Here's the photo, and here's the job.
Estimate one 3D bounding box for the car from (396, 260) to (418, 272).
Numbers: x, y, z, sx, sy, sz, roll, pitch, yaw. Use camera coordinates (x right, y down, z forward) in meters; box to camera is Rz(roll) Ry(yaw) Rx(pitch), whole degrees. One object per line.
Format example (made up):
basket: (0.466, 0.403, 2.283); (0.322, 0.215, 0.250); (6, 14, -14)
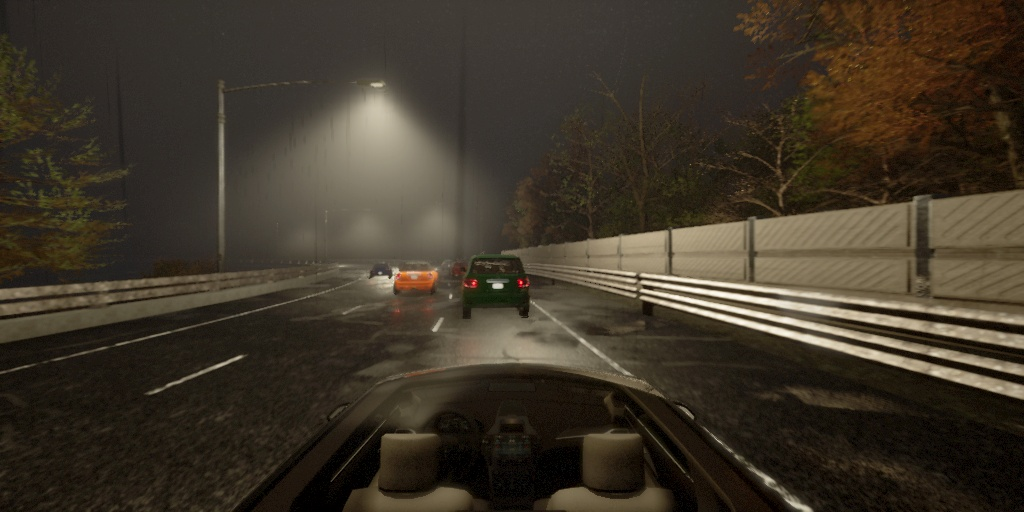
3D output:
car: (-14.058, 1.317, 47.954); (2.033, 1.411, 5.357); (0, 0, -25)

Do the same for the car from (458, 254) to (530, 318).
car: (-0.723, 0.967, 13.147); (2.150, 2.045, 5.566); (0, 0, -7)

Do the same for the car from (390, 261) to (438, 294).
car: (-5.332, 1.109, 20.412); (2.097, 1.767, 4.553); (0, 0, -9)

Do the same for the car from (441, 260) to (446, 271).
car: (-8.881, 1.275, 50.176); (1.812, 1.442, 4.674); (0, 0, -12)

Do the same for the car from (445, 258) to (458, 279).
car: (-4.814, 1.224, 33.246); (1.882, 1.535, 5.008); (0, 0, -15)

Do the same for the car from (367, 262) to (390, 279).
car: (-12.022, 1.298, 33.011); (1.812, 1.442, 4.674); (0, 0, -17)
